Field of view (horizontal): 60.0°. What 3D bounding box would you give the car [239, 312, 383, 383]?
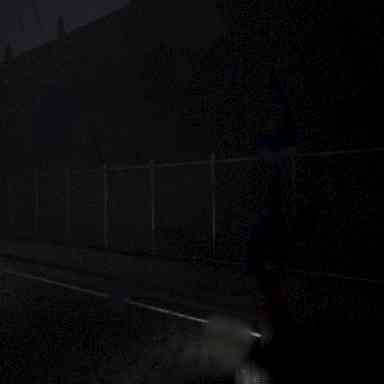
[{"bbox_3d":[2.643,1.492,2.105,4.892,1.490,1.837,-1,-1,36],"label":"car"}]
